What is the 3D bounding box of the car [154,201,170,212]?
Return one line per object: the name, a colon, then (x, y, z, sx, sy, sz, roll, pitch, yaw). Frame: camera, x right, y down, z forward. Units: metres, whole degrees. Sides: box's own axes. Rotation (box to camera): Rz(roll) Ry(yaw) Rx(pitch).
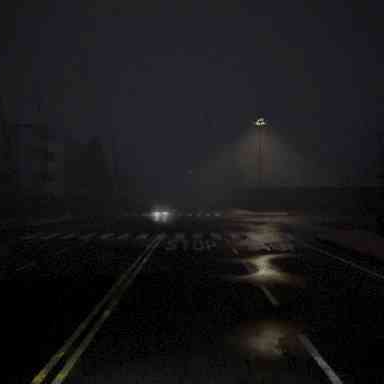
car: (-4.179, 2.014, 46.446, 2.128, 1.511, 4.902, 0, 0, 0)
